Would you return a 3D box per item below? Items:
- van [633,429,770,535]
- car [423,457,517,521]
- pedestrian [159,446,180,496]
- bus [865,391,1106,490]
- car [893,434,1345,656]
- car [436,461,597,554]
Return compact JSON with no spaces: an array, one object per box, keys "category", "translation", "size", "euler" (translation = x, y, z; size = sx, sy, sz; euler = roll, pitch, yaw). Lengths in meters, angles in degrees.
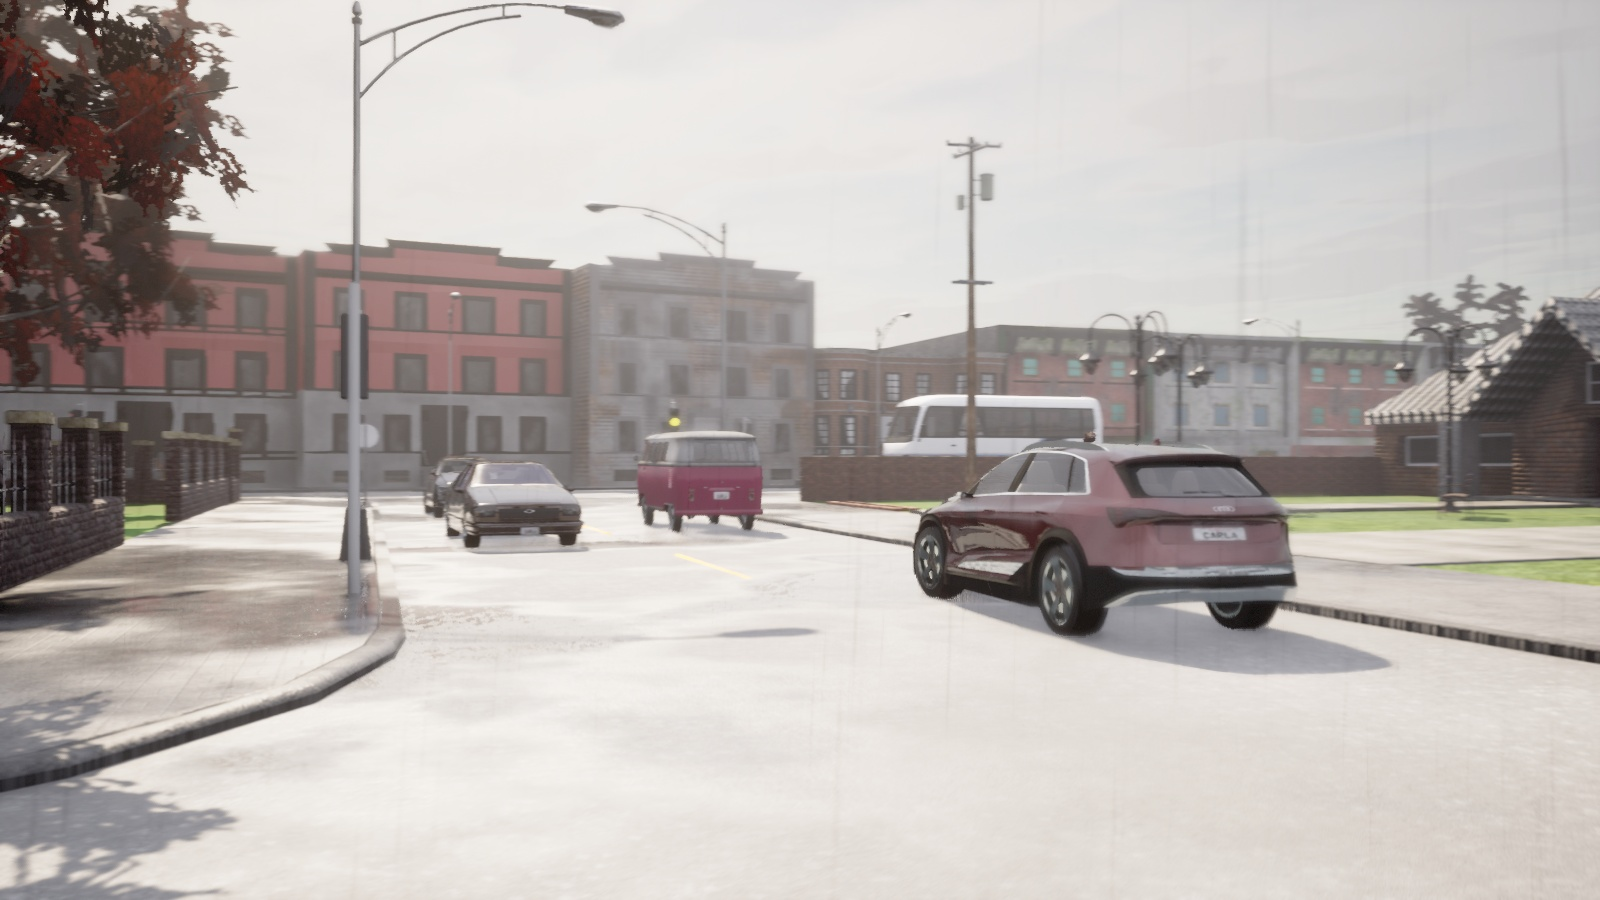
[{"category":"van","translation":[-2.130,0.617,25.949],"size":[1.775,1.987,4.442],"euler":[0,0,-19]},{"category":"car","translation":[-8.302,0.923,31.334],"size":[1.816,1.474,4.193],"euler":[0,0,-21]},{"category":"pedestrian","translation":[-23.841,0.783,47.496],"size":[0.540,1.848,0.694],"euler":[0,0,-42]},{"category":"bus","translation":[8.522,-0.414,57.708],"size":[10.273,4.253,3.944],"euler":[0,0,-19]},{"category":"car","translation":[2.659,0.718,11.945],"size":[2.033,1.649,4.856],"euler":[0,0,-15]},{"category":"car","translation":[-5.131,0.906,22.107],"size":[2.033,1.411,5.357],"euler":[0,0,-21]}]
